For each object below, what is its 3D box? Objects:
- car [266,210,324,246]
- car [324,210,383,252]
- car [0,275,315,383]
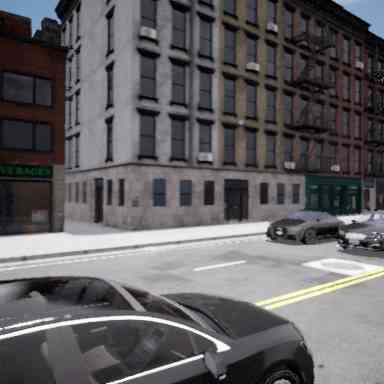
[{"bbox_3d":[5.409,1.572,15.531,4.181,1.385,1.994,0,0,-35],"label":"car"},{"bbox_3d":[7.744,1.500,13.204,4.902,1.511,2.128,0,0,-35],"label":"car"},{"bbox_3d":[-0.987,1.505,2.735,4.892,1.490,1.837,0,0,-36],"label":"car"}]
